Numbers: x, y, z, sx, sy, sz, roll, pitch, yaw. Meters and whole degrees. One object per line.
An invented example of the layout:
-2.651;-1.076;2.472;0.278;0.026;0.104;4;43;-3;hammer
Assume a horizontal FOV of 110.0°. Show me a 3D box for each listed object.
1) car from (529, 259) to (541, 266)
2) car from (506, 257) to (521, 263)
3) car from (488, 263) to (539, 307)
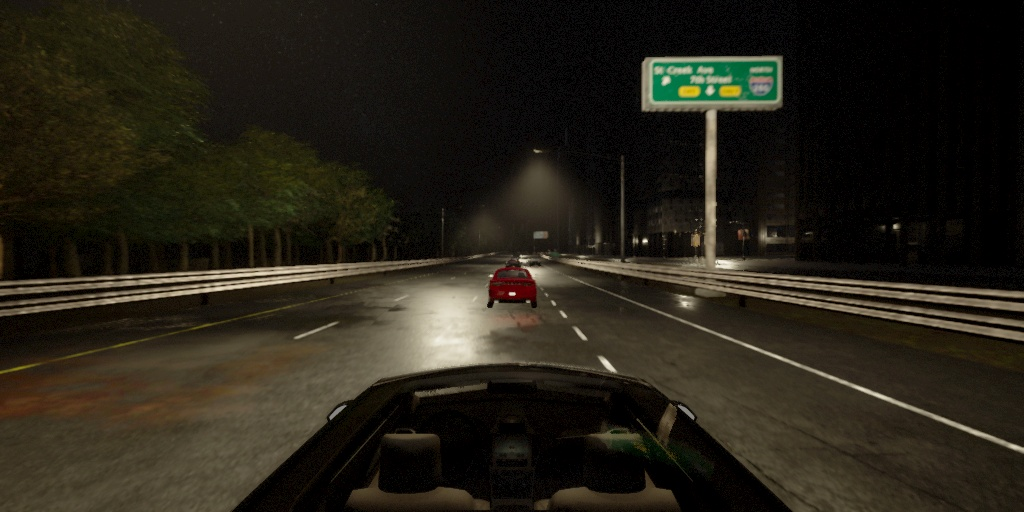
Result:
3.977;1.115;62.828;1.895;1.301;4.718;0;0;1;car
0.190;1.200;45.488;1.994;1.385;4.181;0;0;1;car
0.016;1.224;15.497;1.882;1.535;5.008;0;0;0;car
